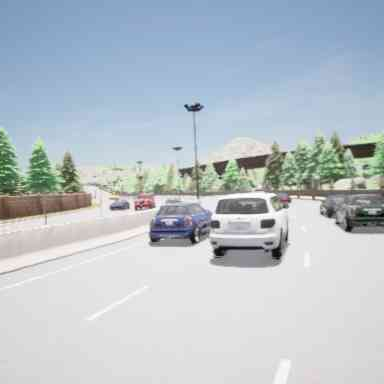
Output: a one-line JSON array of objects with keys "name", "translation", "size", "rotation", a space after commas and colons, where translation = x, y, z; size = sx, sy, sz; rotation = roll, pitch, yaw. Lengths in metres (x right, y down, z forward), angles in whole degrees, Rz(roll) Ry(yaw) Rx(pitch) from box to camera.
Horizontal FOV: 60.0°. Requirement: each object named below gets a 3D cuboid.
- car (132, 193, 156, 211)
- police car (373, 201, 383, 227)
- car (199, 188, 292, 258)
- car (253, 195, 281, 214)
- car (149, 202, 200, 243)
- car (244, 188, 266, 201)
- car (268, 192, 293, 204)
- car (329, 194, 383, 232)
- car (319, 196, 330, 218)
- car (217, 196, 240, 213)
[{"name": "car", "translation": [-6.216, 1.261, 43.963], "size": [2.150, 2.045, 5.566], "rotation": [-3, 1, 1]}, {"name": "police car", "translation": [5.021, 1.160, 6.322], "size": [1.930, 1.638, 5.238], "rotation": [-2, 0, 21]}, {"name": "car", "translation": [2.258, 1.050, 12.138], "size": [2.150, 2.045, 5.566], "rotation": [-2, 0, 19]}, {"name": "car", "translation": [6.799, 1.069, 30.533], "size": [2.033, 1.411, 5.357], "rotation": [-3, 0, 8]}, {"name": "car", "translation": [-0.281, 1.277, 15.750], "size": [2.097, 1.767, 4.553], "rotation": [-3, 0, 18]}, {"name": "car", "translation": [10.972, 0.400, 58.464], "size": [2.150, 2.045, 5.566], "rotation": [-3, 0, -7]}, {"name": "car", "translation": [11.679, 0.789, 44.072], "size": [1.994, 1.385, 4.181], "rotation": [-3, 0, -1]}, {"name": "car", "translation": [8.443, 0.873, 16.589], "size": [2.097, 1.767, 4.553], "rotation": [-3, 0, 16]}, {"name": "car", "translation": [10.044, 0.940, 23.005], "size": [1.812, 1.442, 4.674], "rotation": [-3, 0, 12]}, {"name": "car", "translation": [3.728, 1.192, 33.726], "size": [2.033, 1.411, 5.357], "rotation": [-3, 0, 7]}]
